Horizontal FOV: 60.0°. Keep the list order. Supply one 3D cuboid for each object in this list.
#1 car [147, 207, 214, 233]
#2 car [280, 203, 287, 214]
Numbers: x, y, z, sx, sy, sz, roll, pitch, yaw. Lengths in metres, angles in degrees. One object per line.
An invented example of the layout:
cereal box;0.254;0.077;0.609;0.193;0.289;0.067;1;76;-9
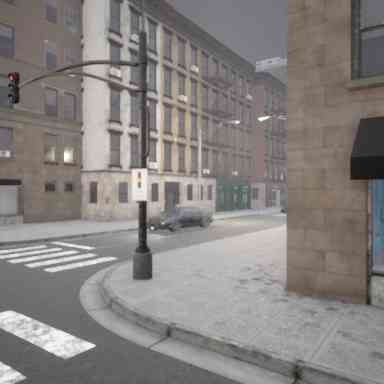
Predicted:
car;-0.664;1.631;20.603;2.033;1.411;5.357;0;0;35
car;11.572;1.759;37.751;1.994;1.385;4.181;0;0;36
